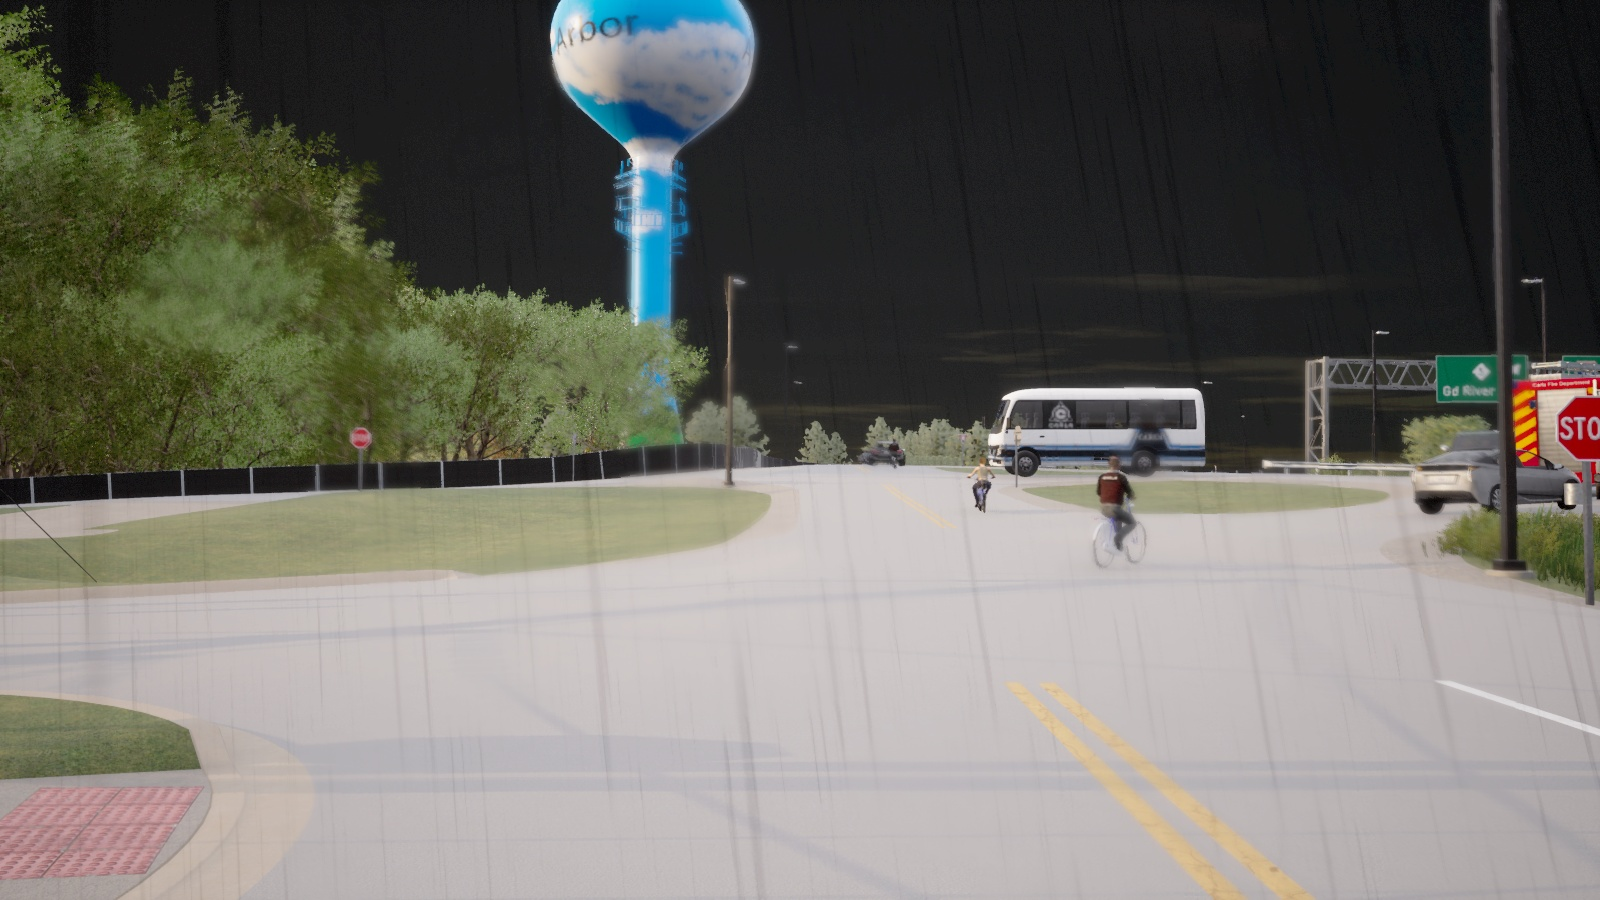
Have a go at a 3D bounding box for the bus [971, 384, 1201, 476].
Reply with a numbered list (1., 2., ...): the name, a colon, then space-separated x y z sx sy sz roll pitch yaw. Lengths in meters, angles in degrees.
1. bus: 13.722 -0.961 61.017 10.273 4.253 3.944 0 1 1

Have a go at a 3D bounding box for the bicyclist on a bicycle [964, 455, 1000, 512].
1. bicyclist on a bicycle: 5.333 0.974 36.898 0.866 1.612 1.509 0 1 1

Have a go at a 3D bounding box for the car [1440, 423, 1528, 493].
1. car: 21.830 0.220 39.945 2.150 2.045 5.566 -2 0 31

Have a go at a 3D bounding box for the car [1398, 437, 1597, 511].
1. car: 16.542 0.550 29.741 4.514 1.525 2.007 -2 -1 -30

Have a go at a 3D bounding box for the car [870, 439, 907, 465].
1. car: 6.002 0.131 84.882 2.242 1.667 4.611 0 0 7

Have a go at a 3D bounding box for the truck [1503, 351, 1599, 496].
1. truck: 23.865 -0.753 36.717 8.468 3.827 2.891 -1 -1 -41

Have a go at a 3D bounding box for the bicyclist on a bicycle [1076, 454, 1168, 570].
1. bicyclist on a bicycle: 5.177 0.955 20.114 0.659 1.776 1.843 -1 0 40
